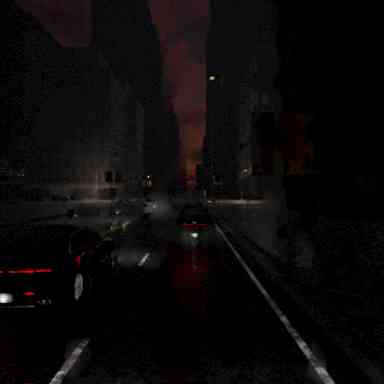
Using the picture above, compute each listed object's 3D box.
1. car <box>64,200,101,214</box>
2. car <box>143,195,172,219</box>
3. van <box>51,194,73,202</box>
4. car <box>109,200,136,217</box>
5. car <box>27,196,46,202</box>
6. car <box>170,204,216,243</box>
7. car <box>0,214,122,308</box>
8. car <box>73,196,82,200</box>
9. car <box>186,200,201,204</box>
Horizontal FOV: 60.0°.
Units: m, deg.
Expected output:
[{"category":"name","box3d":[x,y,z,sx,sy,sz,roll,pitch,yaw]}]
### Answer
[{"category":"car","box3d":[-9.816,1.678,30.274,1.895,1.301,4.718,0,0,0]},{"category":"car","box3d":[-3.118,1.300,30.637,2.150,2.045,5.566,0,0,0]},{"category":"van","box3d":[-30.461,1.461,77.182,3.998,1.788,1.690,0,0,0]},{"category":"car","box3d":[-6.561,1.572,31.763,2.128,1.511,4.902,0,0,0]},{"category":"car","box3d":[-36.112,1.671,77.195,4.206,1.307,1.802,0,0,0]},{"category":"car","box3d":[0.115,1.549,16.279,1.837,1.490,4.892,0,0,0]},{"category":"car","box3d":[-3.159,1.528,8.011,1.837,1.490,4.892,0,0,0]},{"category":"car","box3d":[-30.447,1.597,85.709,4.313,1.339,1.947,0,0,0]},{"category":"car","box3d":[0.134,1.562,33.112,1.882,1.535,5.008,0,0,0]}]
